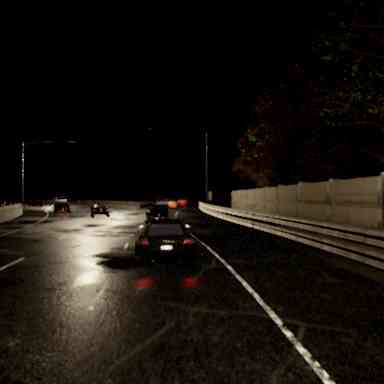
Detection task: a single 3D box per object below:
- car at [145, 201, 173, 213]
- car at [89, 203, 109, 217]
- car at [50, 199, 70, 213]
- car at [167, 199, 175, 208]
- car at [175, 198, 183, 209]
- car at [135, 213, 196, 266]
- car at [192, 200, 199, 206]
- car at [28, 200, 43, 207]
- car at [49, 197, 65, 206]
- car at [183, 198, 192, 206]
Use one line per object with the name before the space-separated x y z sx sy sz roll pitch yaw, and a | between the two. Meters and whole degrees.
car | -2.798 1.797 27.543 1.837 1.490 4.892 0 -1 -6
car | -10.107 1.943 36.166 2.033 1.411 5.357 0 -1 -20
car | -17.686 2.006 44.992 1.837 1.490 4.892 0 -1 -26
car | -3.587 1.927 41.109 2.128 1.511 4.902 0 -1 -1
car | -3.256 1.943 56.213 2.097 1.767 4.553 0 -1 3
car | -0.998 1.693 12.145 1.994 1.385 4.181 0 -1 -6
car | 0.852 3.093 92.746 1.882 1.535 5.008 0 -4 8
car | -31.323 2.272 66.368 2.128 1.511 4.902 0 -1 -41
car | -26.748 1.964 66.291 2.150 2.045 5.566 0 -1 -38
car | -1.784 2.118 70.979 2.097 1.767 4.553 0 -1 7
